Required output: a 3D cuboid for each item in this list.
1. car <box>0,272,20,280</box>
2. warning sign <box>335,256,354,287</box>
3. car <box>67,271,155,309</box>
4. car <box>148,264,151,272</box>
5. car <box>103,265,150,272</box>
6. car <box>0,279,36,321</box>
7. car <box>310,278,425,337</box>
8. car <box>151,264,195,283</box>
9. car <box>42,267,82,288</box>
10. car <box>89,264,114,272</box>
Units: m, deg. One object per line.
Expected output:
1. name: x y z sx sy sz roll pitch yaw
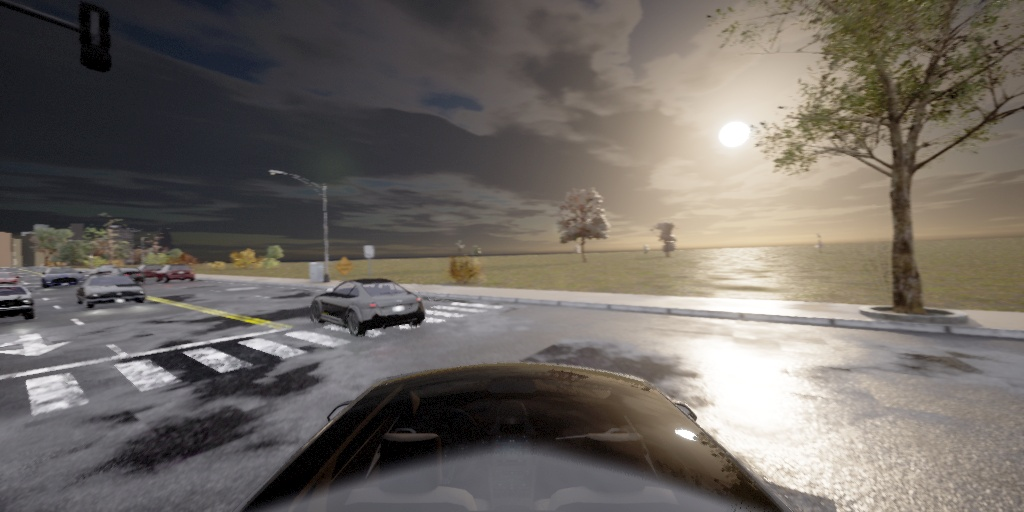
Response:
1. car: -37.813 1.908 26.255 5.008 1.535 1.882 -1 0 35
2. warning sign: -10.553 0.955 22.676 1.060 1.860 1.300 0 0 35
3. car: -19.638 1.638 17.480 5.357 1.411 2.033 -1 1 35
4. car: -40.417 1.724 40.017 4.553 1.767 2.097 -1 1 35
5. car: -34.166 1.806 31.756 4.892 1.490 1.837 -1 1 35
6. car: -19.150 1.717 13.179 4.718 1.301 1.895 -1 1 35
7. car: -4.428 1.367 10.786 4.181 1.385 1.994 -1 1 44
8. car: -32.472 1.591 34.530 4.553 1.767 2.097 -1 1 35
9. car: -38.657 1.762 30.834 4.553 1.767 2.097 -1 1 35
10. car: -42.638 1.920 37.607 5.008 1.535 1.882 -1 1 35
